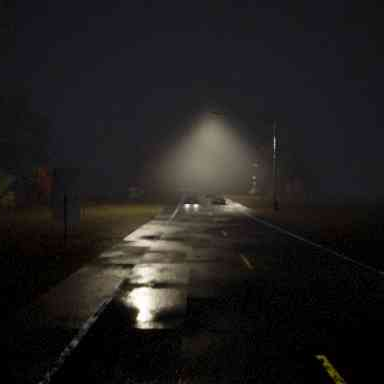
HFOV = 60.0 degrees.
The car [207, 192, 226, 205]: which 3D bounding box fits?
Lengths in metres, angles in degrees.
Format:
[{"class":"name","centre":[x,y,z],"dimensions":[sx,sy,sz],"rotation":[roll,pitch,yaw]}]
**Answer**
[{"class":"car","centre":[3.646,1.088,47.105],"dimensions":[1.994,1.385,4.181],"rotation":[0,2,0]}]

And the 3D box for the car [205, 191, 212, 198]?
[{"class":"car","centre":[3.611,0.527,65.775],"dimensions":[1.895,1.301,4.718],"rotation":[0,2,1]}]

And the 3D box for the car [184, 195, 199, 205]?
[{"class":"car","centre":[-0.024,1.064,47.767],"dimensions":[1.994,1.385,4.181],"rotation":[0,2,0]}]
